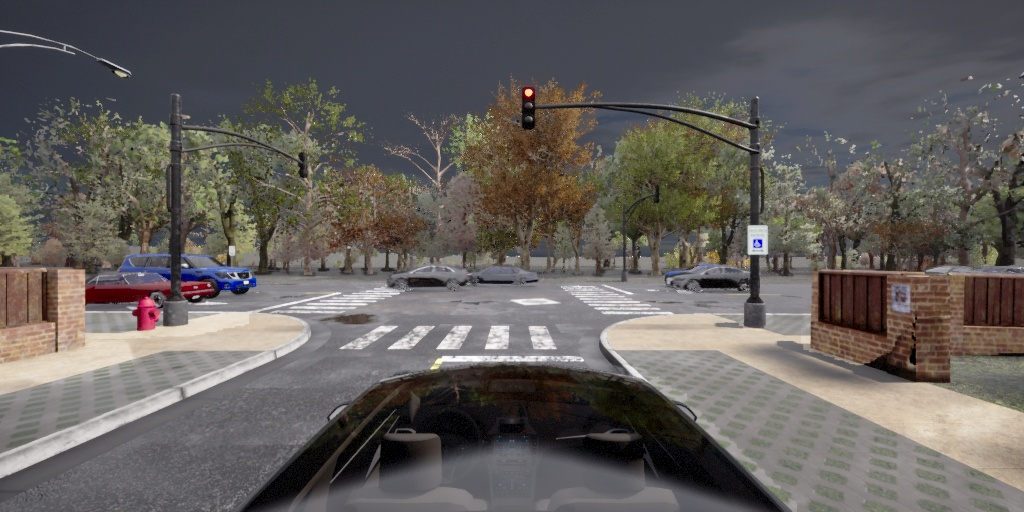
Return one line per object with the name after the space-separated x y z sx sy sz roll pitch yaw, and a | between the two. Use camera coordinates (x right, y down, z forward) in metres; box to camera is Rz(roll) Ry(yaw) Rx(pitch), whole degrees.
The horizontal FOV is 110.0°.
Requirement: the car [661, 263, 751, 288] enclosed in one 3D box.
12.893 1.285 24.001 5.008 1.535 1.882 0 0 0 | car

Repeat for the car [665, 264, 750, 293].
11.527 1.291 20.753 4.902 1.511 2.128 0 0 0 | car

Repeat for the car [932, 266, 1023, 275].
28.177 1.347 20.767 4.902 1.511 2.128 0 0 0 | car

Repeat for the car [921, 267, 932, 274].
29.094 1.386 24.020 4.674 1.442 1.812 0 0 0 | car

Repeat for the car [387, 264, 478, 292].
-4.664 1.233 20.726 4.902 1.511 2.128 0 0 0 | car

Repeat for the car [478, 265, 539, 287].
-0.871 1.306 23.984 5.357 1.411 2.033 0 0 0 | car

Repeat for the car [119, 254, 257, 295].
-15.562 0.916 17.262 5.566 2.045 2.150 0 0 0 | car

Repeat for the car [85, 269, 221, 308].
-14.636 1.295 14.012 4.718 1.301 1.895 0 0 -3 | car
